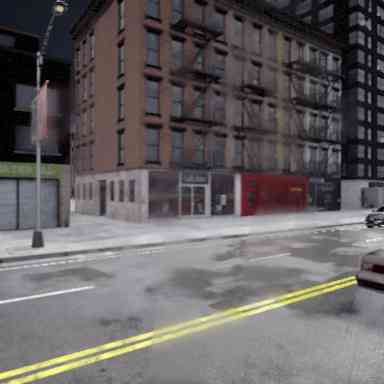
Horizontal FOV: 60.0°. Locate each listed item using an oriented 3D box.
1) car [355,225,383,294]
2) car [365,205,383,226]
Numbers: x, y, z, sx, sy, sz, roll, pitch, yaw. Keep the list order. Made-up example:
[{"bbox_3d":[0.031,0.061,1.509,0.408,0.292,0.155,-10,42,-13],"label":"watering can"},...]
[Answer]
[{"bbox_3d":[5.899,1.549,7.645,5.357,1.411,2.033,0,0,-35],"label":"car"},{"bbox_3d":[12.656,1.508,20.685,4.892,1.490,1.837,0,0,-35],"label":"car"}]
